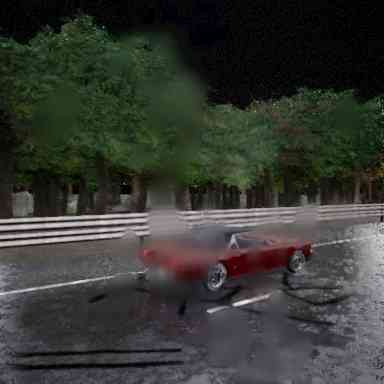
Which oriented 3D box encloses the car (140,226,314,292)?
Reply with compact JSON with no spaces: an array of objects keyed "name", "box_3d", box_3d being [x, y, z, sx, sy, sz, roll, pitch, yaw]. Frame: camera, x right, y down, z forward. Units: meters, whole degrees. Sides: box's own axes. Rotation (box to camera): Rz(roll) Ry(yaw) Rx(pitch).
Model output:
[{"name":"car","box_3d":[1.126,1.568,8.855,4.718,1.301,1.895,0,0,-36]}]
